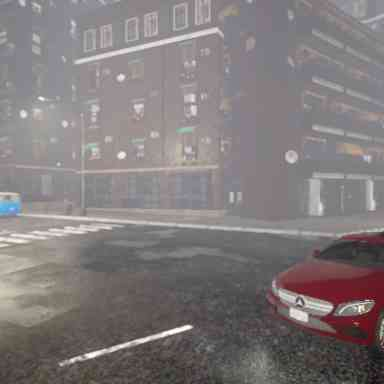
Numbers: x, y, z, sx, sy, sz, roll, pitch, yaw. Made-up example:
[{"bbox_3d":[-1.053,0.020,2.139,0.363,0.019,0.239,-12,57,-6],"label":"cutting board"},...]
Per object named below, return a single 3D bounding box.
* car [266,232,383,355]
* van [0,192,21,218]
[{"bbox_3d":[3.426,1.521,6.198,4.674,1.442,1.812,0,0,-36],"label":"car"},{"bbox_3d":[-13.995,0.900,23.599,3.998,1.788,1.690,1,0,26],"label":"van"}]
